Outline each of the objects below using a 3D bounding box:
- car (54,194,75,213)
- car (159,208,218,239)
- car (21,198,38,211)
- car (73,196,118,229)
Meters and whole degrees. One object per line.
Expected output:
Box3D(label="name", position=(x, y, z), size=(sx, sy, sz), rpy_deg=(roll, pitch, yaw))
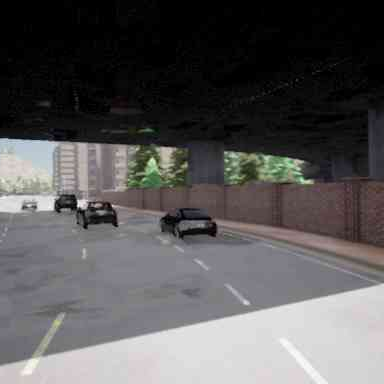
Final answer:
Box3D(label="car", position=(-14.679, 1.276, 38.720), size=(2.150, 2.045, 5.566), rpy_deg=(-1, 0, -27))
Box3D(label="car", position=(-0.308, 1.498, 17.136), size=(1.994, 1.385, 4.181), rpy_deg=(-1, 0, -21))
Box3D(label="car", position=(-21.744, 1.626, 44.577), size=(2.128, 1.511, 4.902), rpy_deg=(-1, 0, -27))
Box3D(label="car", position=(-6.434, 1.354, 22.227), size=(2.097, 1.767, 4.553), rpy_deg=(-1, 0, -25))
